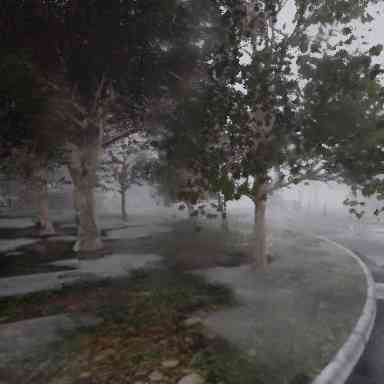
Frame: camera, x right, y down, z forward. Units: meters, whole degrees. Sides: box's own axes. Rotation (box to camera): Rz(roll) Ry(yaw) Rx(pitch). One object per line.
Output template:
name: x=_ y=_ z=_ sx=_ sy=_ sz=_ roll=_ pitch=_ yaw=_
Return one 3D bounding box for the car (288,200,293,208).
car: x=16.064 y=2.101 z=58.646 sx=2.033 sy=1.411 sz=5.357 roll=0 pitch=-2 yaw=22

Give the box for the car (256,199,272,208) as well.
car: x=12.916 y=2.035 z=59.483 sx=1.882 sy=1.535 sz=5.008 roll=0 pitch=-2 yaw=23

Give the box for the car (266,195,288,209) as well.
car: x=12.338 y=1.458 z=48.609 sx=2.150 sy=2.045 sz=5.566 roll=0 pitch=-2 yaw=19

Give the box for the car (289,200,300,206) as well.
car: x=24.220 y=2.557 z=78.392 sx=2.128 sy=1.511 sz=4.902 roll=0 pitch=-2 yaw=22

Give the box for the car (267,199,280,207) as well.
car: x=17.129 y=2.358 z=69.740 sx=1.882 sy=1.535 sz=5.008 roll=0 pitch=-2 yaw=22
